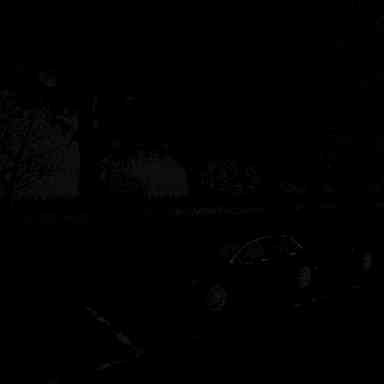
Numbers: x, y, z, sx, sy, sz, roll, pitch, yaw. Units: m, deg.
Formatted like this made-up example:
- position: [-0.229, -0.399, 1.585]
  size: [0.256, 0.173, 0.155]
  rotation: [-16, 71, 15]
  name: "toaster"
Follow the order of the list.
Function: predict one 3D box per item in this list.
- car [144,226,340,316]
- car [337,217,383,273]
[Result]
- position: [1.058, 1.548, 7.408]
  size: [4.403, 1.369, 2.008]
  rotation: [0, 0, -36]
  name: "car"
- position: [5.537, 1.540, 10.668]
  size: [4.507, 1.381, 1.887]
  rotation: [0, 0, -36]
  name: "car"
